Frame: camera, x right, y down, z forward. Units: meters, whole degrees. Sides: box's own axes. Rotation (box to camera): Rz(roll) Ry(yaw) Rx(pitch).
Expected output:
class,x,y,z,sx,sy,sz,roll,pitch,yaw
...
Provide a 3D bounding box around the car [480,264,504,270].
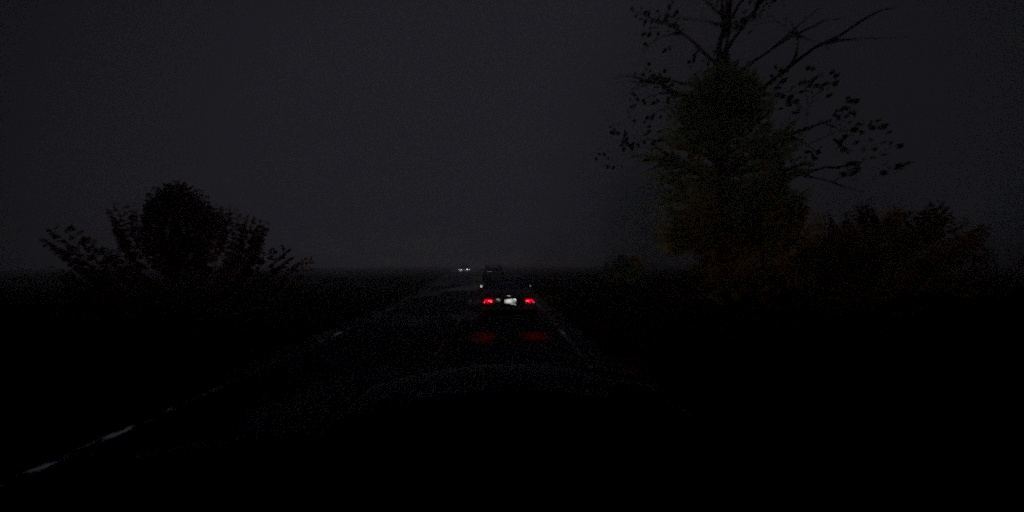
class,x,y,z,sx,sy,sz,roll,pitch,yaw
car,-1.670,1.473,31.274,2.128,1.511,4.902,0,0,-6

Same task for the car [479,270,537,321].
class,x,y,z,sx,sy,sz,roll,pitch,yaw
car,-0.202,1.384,12.910,2.033,1.411,5.357,0,0,-3
